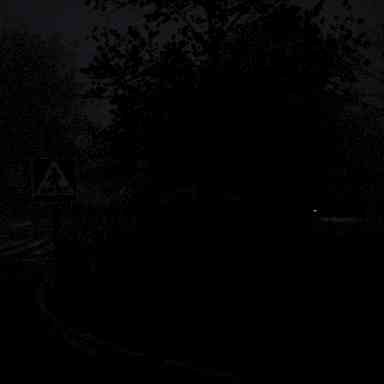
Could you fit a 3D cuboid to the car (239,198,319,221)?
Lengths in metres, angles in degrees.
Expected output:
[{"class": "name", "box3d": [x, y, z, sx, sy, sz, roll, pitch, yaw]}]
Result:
[{"class": "car", "box3d": [5.498, 1.123, 21.321, 4.892, 1.490, 1.837, -2, -1, 13]}]
